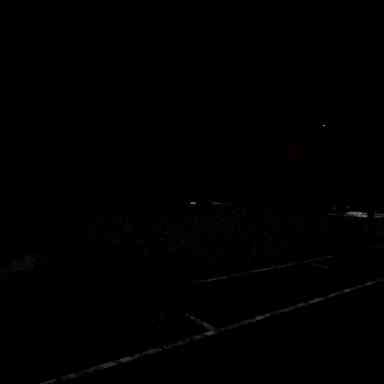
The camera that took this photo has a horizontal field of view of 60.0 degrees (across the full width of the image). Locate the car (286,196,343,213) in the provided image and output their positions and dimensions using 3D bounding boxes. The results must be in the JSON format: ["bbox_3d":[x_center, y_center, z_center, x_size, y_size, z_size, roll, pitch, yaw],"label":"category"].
[{"bbox_3d":[11.385,1.158,31.945,2.128,1.511,4.902,0,1,-35],"label":"car"}]

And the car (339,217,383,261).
[{"bbox_3d":[6.837,1.551,11.449,4.403,1.369,2.008,0,0,-35],"label":"car"}]

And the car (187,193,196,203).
[{"bbox_3d":[-0.791,0.866,49.355,1.994,1.385,4.181,0,1,-35],"label":"car"}]

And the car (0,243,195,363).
[{"bbox_3d":[-2.061,1.545,5.172,4.507,1.381,1.887,0,0,-35],"label":"car"}]

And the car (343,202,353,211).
[{"bbox_3d":[14.018,1.236,33.851,1.994,1.385,4.181,0,1,-35],"label":"car"}]

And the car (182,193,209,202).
[{"bbox_3d":[0.464,0.869,53.246,1.895,1.301,4.718,0,1,-35],"label":"car"}]
